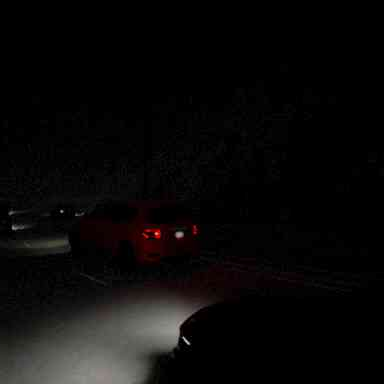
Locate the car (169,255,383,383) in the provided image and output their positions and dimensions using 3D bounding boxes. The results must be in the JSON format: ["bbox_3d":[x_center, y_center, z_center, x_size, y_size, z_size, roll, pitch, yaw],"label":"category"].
[{"bbox_3d":[1.946,1.549,2.844,4.674,1.442,1.812,0,0,36],"label":"car"}]

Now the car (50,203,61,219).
[{"bbox_3d":[-12.180,1.719,31.512,1.994,1.385,4.181,0,0,-17],"label":"car"}]

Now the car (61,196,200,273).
[{"bbox_3d":[-2.164,1.284,11.226,2.150,2.045,5.566,0,0,-43],"label":"car"}]

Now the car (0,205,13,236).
[{"bbox_3d":[-11.020,1.645,18.320,1.994,1.385,4.181,0,0,-28],"label":"car"}]

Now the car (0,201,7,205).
[{"bbox_3d":[-20.235,1.641,34.048,2.128,1.511,4.902,0,0,-17],"label":"car"}]
